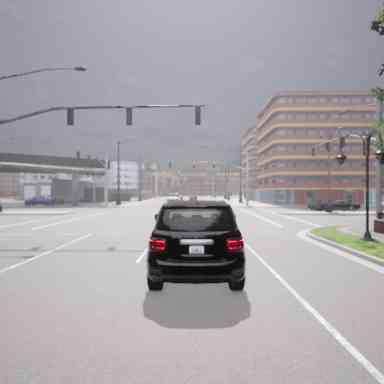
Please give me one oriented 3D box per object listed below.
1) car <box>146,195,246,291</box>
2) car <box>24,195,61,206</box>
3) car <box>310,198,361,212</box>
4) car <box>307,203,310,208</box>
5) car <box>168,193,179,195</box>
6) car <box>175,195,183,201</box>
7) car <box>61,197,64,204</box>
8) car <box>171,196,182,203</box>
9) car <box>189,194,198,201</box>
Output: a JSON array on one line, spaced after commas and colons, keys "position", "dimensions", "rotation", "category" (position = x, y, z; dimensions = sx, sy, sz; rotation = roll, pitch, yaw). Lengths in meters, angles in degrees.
[{"position": [0.095, 1.219, 9.164], "dimensions": [2.150, 2.045, 5.566], "rotation": [0, 0, 0], "category": "car"}, {"position": [-23.263, 1.283, 51.115], "dimensions": [4.611, 1.667, 2.242], "rotation": [0, 0, 1], "category": "car"}, {"position": [16.337, 1.592, 37.672], "dimensions": [4.718, 1.301, 1.895], "rotation": [0, 0, -3], "category": "car"}, {"position": [16.722, 1.495, 41.147], "dimensions": [4.892, 1.490, 1.837], "rotation": [0, 0, 1], "category": "car"}, {"position": [-3.066, 1.207, 54.540], "dimensions": [2.150, 2.045, 5.566], "rotation": [0, 0, 2], "category": "car"}, {"position": [-3.232, 1.516, 83.864], "dimensions": [2.033, 1.411, 5.357], "rotation": [0, 0, 0], "category": "car"}, {"position": [-23.974, 1.442, 56.867], "dimensions": [3.806, 1.475, 1.970], "rotation": [0, 0, 1], "category": "car"}, {"position": [-3.127, 1.529, 69.573], "dimensions": [2.033, 1.411, 5.357], "rotation": [0, 0, 0], "category": "car"}, {"position": [0.287, 1.352, 81.202], "dimensions": [2.128, 1.511, 4.902], "rotation": [0, 0, 0], "category": "car"}]
